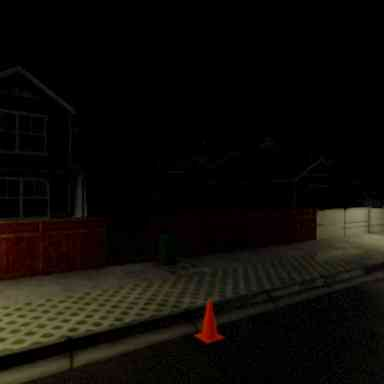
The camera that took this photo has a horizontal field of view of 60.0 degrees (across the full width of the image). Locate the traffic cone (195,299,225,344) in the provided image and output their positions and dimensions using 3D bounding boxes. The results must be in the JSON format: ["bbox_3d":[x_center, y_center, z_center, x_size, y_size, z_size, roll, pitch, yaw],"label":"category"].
[{"bbox_3d":[0.275,1.974,5.193,0.340,0.580,0.340,0,0,-35],"label":"traffic cone"}]
